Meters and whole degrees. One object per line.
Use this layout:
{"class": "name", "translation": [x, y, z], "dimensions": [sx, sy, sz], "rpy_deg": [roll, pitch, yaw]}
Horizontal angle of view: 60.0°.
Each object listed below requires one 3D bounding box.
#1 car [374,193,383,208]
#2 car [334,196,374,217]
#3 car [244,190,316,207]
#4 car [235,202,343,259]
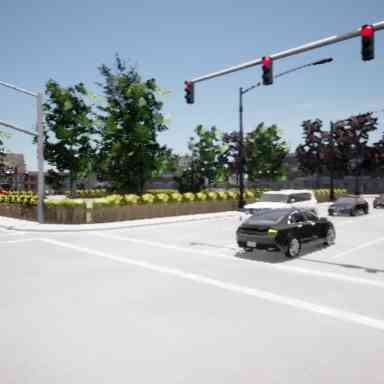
{"class": "car", "translation": [19.465, 0.839, 32.958], "dimensions": [4.892, 1.490, 1.837], "rpy_deg": [-1, 1, -44]}
{"class": "car", "translation": [12.165, 1.047, 25.735], "dimensions": [4.674, 1.442, 1.812], "rpy_deg": [-1, 1, -45]}
{"class": "car", "translation": [5.034, 0.926, 18.664], "dimensions": [5.566, 2.045, 2.150], "rpy_deg": [-1, 1, -45]}
{"class": "car", "translation": [3.528, 1.328, 12.077], "dimensions": [1.837, 1.490, 4.892], "rpy_deg": [-1, 0, 44]}
